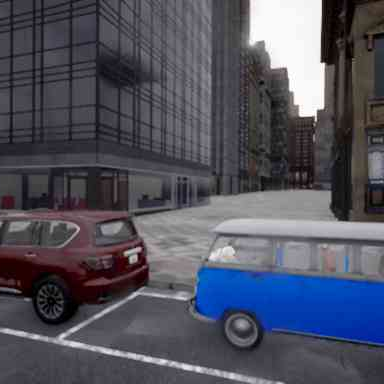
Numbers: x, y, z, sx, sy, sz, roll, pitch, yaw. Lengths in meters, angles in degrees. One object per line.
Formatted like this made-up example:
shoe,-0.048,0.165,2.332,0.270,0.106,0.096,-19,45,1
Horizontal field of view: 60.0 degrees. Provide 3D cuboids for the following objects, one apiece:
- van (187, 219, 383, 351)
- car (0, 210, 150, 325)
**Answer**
van,1.987,1.333,4.928,3.998,1.788,1.690,0,1,20
car,-3.305,1.298,6.905,5.009,1.841,2.192,0,0,20
